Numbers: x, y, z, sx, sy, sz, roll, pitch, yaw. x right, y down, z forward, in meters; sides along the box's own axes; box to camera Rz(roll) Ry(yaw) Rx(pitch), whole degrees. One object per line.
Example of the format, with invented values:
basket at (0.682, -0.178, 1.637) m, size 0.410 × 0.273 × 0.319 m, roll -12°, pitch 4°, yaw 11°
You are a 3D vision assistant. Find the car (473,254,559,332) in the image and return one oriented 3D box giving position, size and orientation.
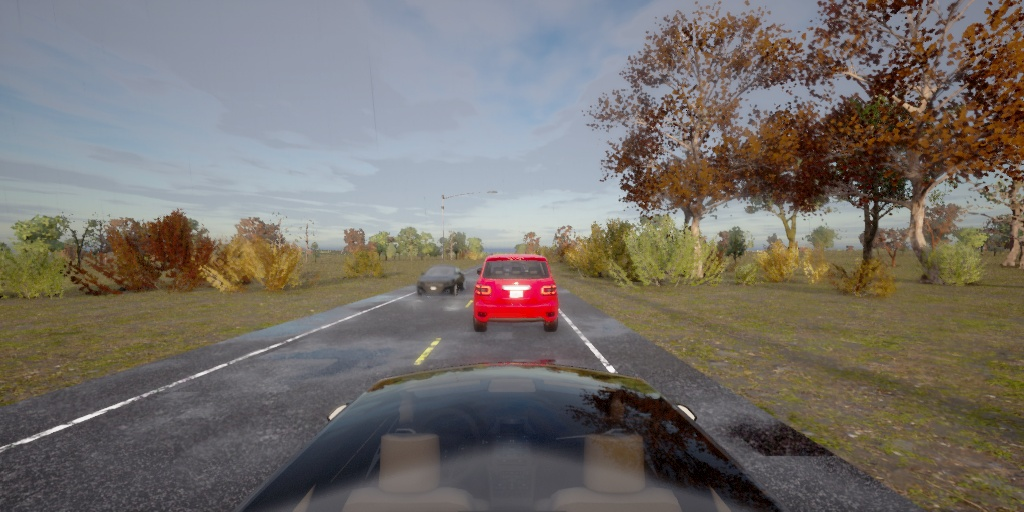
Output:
car at (0.078, 0.968, 10.969) m, size 2.150 × 2.045 × 5.566 m, roll 0°, pitch 0°, yaw -1°

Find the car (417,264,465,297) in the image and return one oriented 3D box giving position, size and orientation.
car at (-3.648, 1.221, 19.089) m, size 1.882 × 1.535 × 5.008 m, roll 0°, pitch 0°, yaw 0°

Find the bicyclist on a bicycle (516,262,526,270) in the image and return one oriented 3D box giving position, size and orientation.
bicyclist on a bicycle at (0.859, 1.110, 30.148) m, size 0.659 × 1.776 × 1.843 m, roll 0°, pitch 0°, yaw 0°
